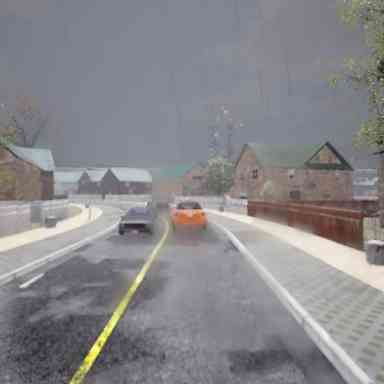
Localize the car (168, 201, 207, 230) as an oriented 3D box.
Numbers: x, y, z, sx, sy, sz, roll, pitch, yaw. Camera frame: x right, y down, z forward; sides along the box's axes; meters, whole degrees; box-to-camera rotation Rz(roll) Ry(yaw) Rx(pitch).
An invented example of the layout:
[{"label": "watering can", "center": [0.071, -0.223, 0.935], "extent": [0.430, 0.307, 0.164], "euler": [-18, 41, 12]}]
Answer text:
[{"label": "car", "center": [-0.292, 1.368, 21.464], "extent": [2.097, 1.767, 4.553], "euler": [0, 0, -4]}]

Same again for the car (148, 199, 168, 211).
[{"label": "car", "center": [-4.253, 1.567, 41.184], "extent": [2.033, 1.411, 5.357], "euler": [0, 0, -19]}]

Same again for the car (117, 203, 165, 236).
[{"label": "car", "center": [-2.870, 1.561, 18.911], "extent": [2.033, 1.411, 5.357], "euler": [0, 0, -2]}]
